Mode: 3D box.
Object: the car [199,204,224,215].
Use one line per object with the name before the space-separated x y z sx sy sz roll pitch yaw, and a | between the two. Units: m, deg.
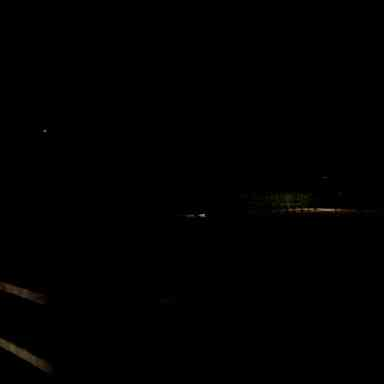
car | 2.668 2.196 42.879 1.994 1.385 4.181 2 -1 35
